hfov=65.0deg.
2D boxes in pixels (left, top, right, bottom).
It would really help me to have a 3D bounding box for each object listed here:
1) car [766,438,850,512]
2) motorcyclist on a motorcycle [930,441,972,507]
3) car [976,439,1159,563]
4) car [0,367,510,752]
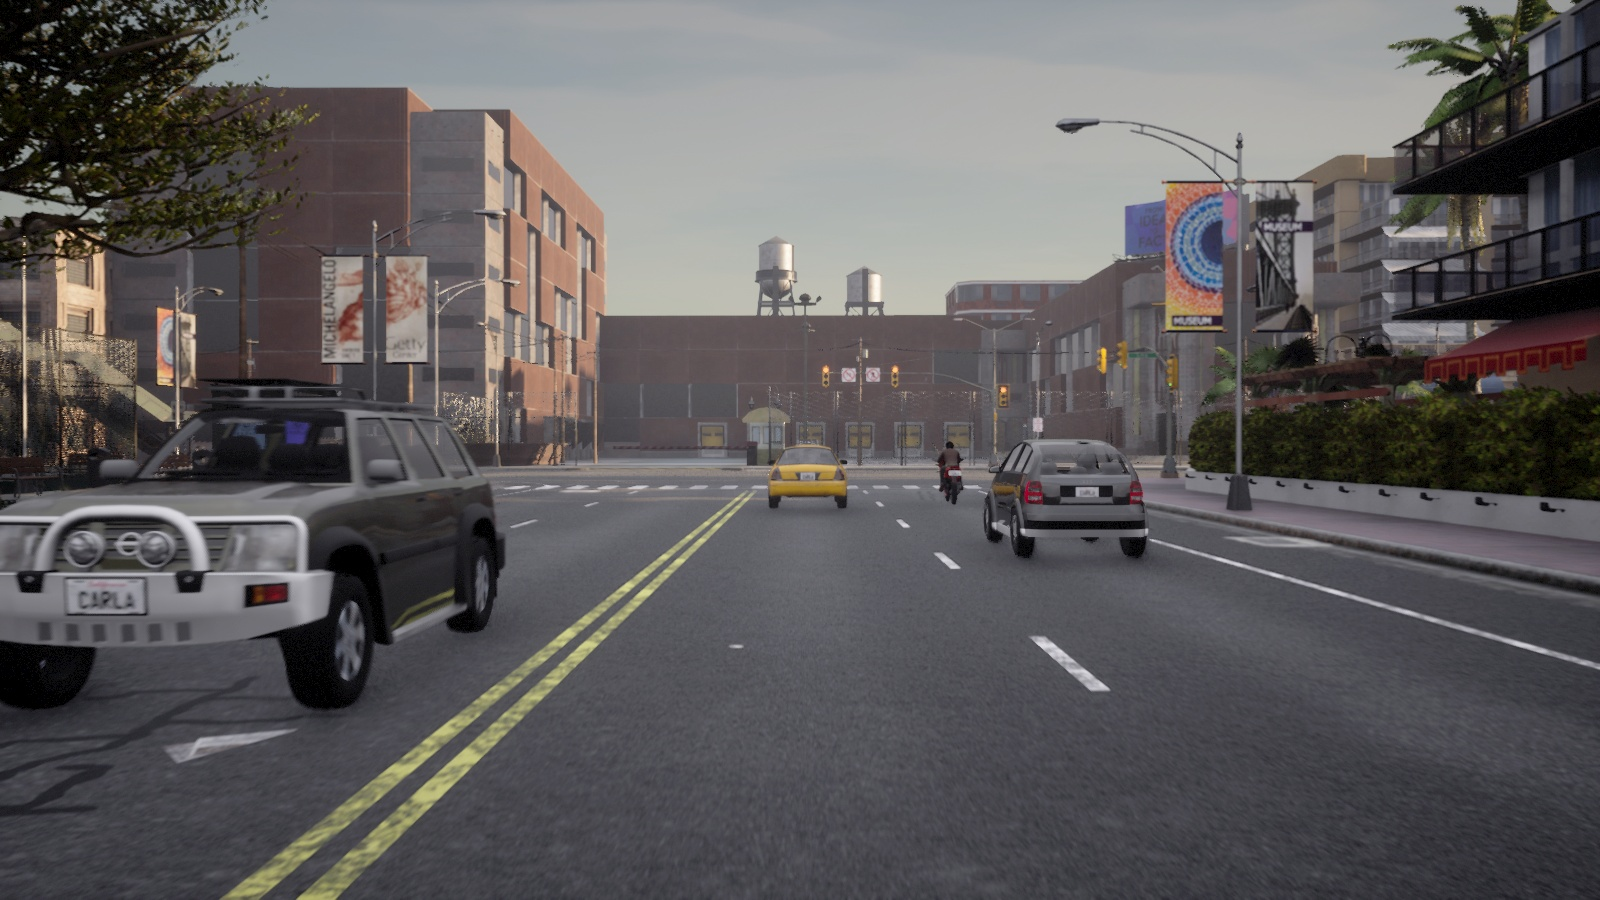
[{"bbox_3d":[0.183,0.518,29.654,1.801,1.575,5.366,0,0,0],"label":"car"},{"bbox_3d":[3.690,0.560,30.776,0.797,1.523,2.044,0,2,0],"label":"motorcyclist on a motorcycle"},{"bbox_3d":[3.615,0.629,17.580,1.789,1.549,3.705,0,0,0],"label":"car"},{"bbox_3d":[-3.437,0.513,8.345,1.932,1.855,4.605,0,0,0],"label":"car"}]
